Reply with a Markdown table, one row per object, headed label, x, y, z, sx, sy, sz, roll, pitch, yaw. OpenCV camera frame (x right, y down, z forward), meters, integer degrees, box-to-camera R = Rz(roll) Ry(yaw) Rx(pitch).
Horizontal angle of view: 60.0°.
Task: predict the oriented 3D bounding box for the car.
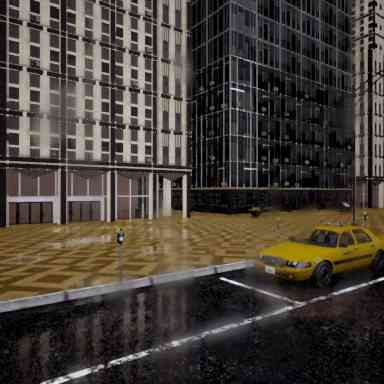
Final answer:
| label | x | y | z | sx | sy | sz | roll | pitch | yaw |
| --- | --- | --- | --- | --- | --- | --- | --- | --- | --- |
| car | 3.808 | 1.526 | 9.264 | 4.829 | 1.417 | 1.752 | 0 | 0 | -35 |
